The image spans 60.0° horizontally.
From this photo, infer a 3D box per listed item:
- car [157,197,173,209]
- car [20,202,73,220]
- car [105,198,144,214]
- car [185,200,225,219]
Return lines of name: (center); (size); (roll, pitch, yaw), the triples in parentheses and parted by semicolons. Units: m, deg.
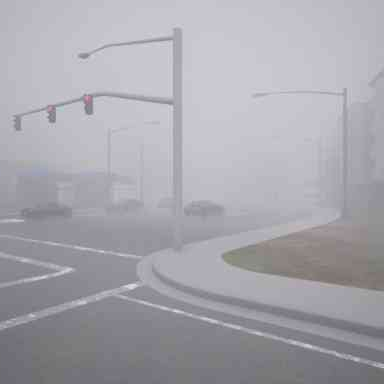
car: (-3.205, 1.505, 45.341); (1.837, 1.490, 4.892); (0, 0, 15)
car: (-12.428, 1.564, 28.604); (1.994, 1.385, 4.181); (0, 0, 36)
car: (-7.251, 1.478, 36.087); (1.882, 1.535, 5.008); (0, 0, 30)
car: (1.240, 1.491, 29.466); (2.128, 1.511, 4.902); (0, 0, 32)
